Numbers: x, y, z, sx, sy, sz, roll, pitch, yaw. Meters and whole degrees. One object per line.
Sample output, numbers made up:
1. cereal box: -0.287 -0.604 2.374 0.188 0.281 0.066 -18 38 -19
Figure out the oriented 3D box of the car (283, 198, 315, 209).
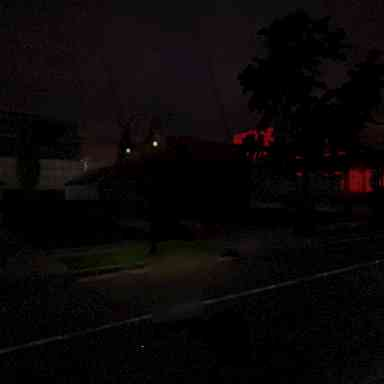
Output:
1. car: 15.809 1.632 49.286 1.882 1.535 5.008 0 0 -34
